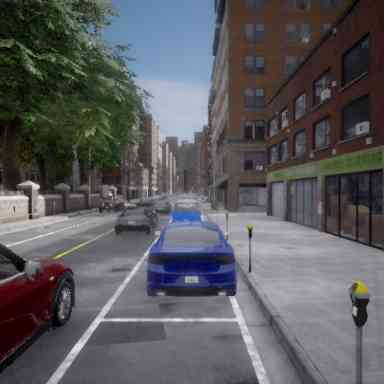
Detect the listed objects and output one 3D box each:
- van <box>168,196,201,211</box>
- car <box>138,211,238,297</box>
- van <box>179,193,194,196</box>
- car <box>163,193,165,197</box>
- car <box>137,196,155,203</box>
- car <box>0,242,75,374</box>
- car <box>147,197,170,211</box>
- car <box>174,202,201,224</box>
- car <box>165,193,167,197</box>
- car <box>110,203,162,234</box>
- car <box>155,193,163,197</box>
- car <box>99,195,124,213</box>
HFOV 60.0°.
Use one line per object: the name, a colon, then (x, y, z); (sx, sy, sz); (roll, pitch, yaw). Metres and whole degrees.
van: (-0.290, 1.333, 19.998); (1.690, 1.788, 3.998); (0, 0, 0)
car: (-0.005, 1.475, 8.650); (1.882, 1.535, 5.008); (0, 0, 0)
van: (-0.290, 1.317, 36.980); (1.690, 1.788, 3.998); (0, 0, 0)
car: (-8.815, 1.451, 86.079); (2.008, 1.369, 4.403); (0, 0, 0)
car: (-6.184, 1.568, 43.460); (1.895, 1.301, 4.718); (0, 0, 1)
car: (-3.145, 1.351, 4.135); (2.097, 1.767, 4.553); (0, 0, 0)
car: (-3.098, 1.544, 34.192); (1.994, 1.385, 4.181); (0, 0, 1)
car: (-0.290, 1.533, 25.659); (1.887, 1.381, 4.507); (0, 0, 0)
car: (-8.815, 1.439, 91.530); (1.887, 1.381, 4.507); (0, 0, 0)
car: (-3.098, 1.558, 19.207); (1.994, 1.385, 4.181); (0, 0, 1)
car: (-8.815, 1.433, 80.459); (1.752, 1.417, 4.829); (0, 0, 0)
car: (-8.815, 1.291, 36.940); (2.192, 1.841, 5.009); (0, 0, 0)
